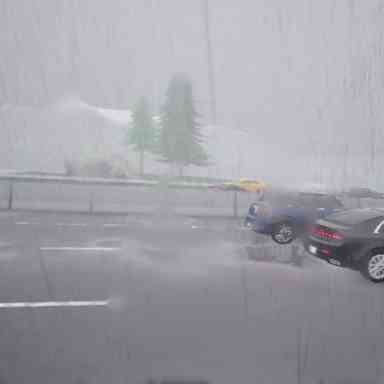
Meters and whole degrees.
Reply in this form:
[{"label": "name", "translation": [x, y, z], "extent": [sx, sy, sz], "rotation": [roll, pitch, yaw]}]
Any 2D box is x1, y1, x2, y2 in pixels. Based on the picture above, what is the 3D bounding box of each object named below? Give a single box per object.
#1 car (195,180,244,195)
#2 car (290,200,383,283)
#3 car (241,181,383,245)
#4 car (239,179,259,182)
[{"label": "car", "translation": [2.045, 0.115, 22.001], "extent": [4.181, 1.385, 1.994], "rotation": [2, 4, -11]}, {"label": "car", "translation": [5.207, 1.193, 8.188], "extent": [4.892, 1.490, 1.837], "rotation": [2, 4, -11]}, {"label": "car", "translation": [4.263, 0.753, 11.549], "extent": [4.553, 1.767, 2.097], "rotation": [2, 4, -11]}, {"label": "car", "translation": [5.228, -0.574, 33.265], "extent": [5.008, 1.535, 1.882], "rotation": [3, 4, -11]}]
